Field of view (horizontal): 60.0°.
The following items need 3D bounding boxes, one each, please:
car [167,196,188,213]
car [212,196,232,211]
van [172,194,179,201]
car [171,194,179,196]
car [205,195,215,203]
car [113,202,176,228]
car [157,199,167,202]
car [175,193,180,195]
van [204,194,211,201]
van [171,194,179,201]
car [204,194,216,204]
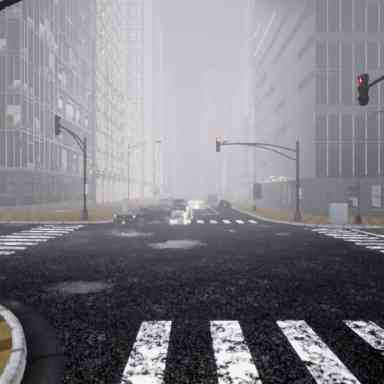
[{"bbox_3d":[-1.521,1.520,38.159,1.837,1.490,4.892,0,0,0],"label":"car"},{"bbox_3d":[3.926,1.579,41.791,1.947,1.339,4.313,0,0,0],"label":"car"},{"bbox_3d":[-4.191,1.315,85.976,1.690,1.788,3.998,0,0,0],"label":"van"},{"bbox_3d":[-4.097,1.564,63.866,1.947,1.339,4.313,0,0,0],"label":"car"},{"bbox_3d":[3.759,1.432,69.428,1.967,1.590,4.097,0,0,0],"label":"car"},{"bbox_3d":[-3.274,1.619,22.854,1.895,1.301,4.718,0,0,27],"label":"car"},{"bbox_3d":[-4.027,1.593,47.283,1.802,1.307,4.206,0,0,0],"label":"car"},{"bbox_3d":[-4.145,1.426,74.922,1.967,1.590,4.097,0,0,0],"label":"car"},{"bbox_3d":[3.712,1.321,80.482,1.690,1.788,3.998,0,0,0],"label":"van"},{"bbox_3d":[-4.168,1.321,80.449,1.690,1.788,3.998,0,0,0],"label":"van"},{"bbox_3d":[3.783,1.313,63.899,2.192,1.841,5.009,0,0,0],"label":"car"}]
